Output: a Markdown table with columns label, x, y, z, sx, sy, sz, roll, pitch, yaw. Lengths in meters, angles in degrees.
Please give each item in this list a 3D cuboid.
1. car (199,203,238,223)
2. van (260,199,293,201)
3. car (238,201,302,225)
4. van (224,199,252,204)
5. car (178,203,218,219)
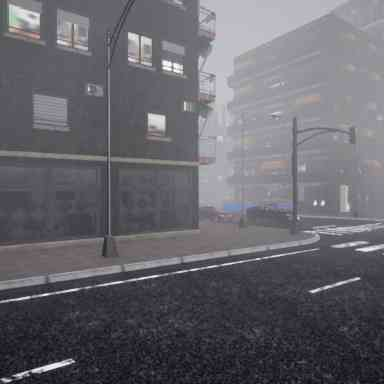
| label | x | y | z | sx | sy | sz | roll | pitch | yaw |
| --- | --- | --- | --- | --- | --- | --- | --- | --- | --- |
| car | 1.760 | 1.874 | 28.656 | 1.802 | 1.307 | 4.206 | -1 | 0 | -36 |
| van | 8.494 | 1.602 | 33.580 | 1.690 | 1.788 | 3.998 | -1 | 0 | -36 |
| car | 6.437 | 1.717 | 26.648 | 2.128 | 1.511 | 4.902 | 0 | -1 | -37 |
| van | 5.175 | 1.676 | 38.093 | 1.690 | 1.788 | 3.998 | -1 | 0 | -36 |
| car | 0.546 | 1.919 | 34.649 | 1.994 | 1.385 | 4.181 | 0 | -1 | -36 |
